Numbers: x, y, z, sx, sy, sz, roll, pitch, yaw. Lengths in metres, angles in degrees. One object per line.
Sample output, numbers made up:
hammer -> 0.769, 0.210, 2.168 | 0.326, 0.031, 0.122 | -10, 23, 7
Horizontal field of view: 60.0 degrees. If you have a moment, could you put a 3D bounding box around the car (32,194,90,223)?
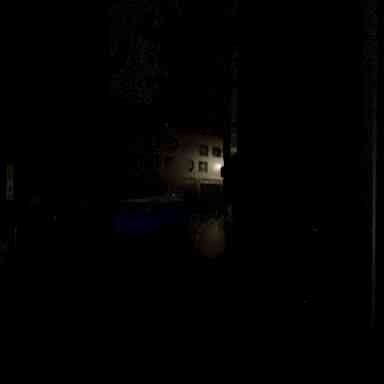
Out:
car -> -8.754, 1.065, 20.667 | 2.192, 1.841, 5.009 | 2, 2, 35

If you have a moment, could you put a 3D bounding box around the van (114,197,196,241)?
van -> -1.804, 1.176, 15.732 | 1.690, 1.788, 3.998 | 2, 2, 35

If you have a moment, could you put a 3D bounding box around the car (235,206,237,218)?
car -> 4.690, 1.248, 24.881 | 2.008, 1.369, 4.403 | 2, 2, 35

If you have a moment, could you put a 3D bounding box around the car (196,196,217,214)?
car -> -0.284, 1.190, 28.020 | 2.033, 1.411, 5.357 | 1, 1, 35

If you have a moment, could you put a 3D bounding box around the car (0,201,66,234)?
car -> -9.058, 1.377, 15.667 | 2.033, 1.411, 5.357 | 1, 1, 35

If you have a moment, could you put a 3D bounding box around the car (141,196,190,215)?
car -> -2.260, 1.157, 29.818 | 1.887, 1.381, 4.507 | 2, 2, 35

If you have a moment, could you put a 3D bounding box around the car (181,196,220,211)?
car -> 0.988, 1.109, 34.392 | 1.947, 1.339, 4.313 | 2, 2, 35
